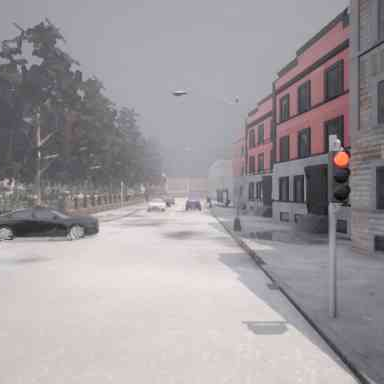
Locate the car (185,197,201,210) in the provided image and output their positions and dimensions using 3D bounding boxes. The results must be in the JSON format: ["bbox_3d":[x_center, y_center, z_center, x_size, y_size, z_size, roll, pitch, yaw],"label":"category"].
[{"bbox_3d":[0.160,1.520,42.207,1.812,1.442,4.674,0,0,0],"label":"car"}]

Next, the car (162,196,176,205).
[{"bbox_3d":[-3.995,1.540,59.319,2.033,1.411,5.357,0,0,1],"label":"car"}]

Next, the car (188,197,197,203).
[{"bbox_3d":[0.156,1.659,70.724,1.895,1.301,4.718,0,0,0],"label":"car"}]

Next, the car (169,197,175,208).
[{"bbox_3d":[-4.035,1.595,48.986,1.895,1.301,4.718,0,0,0],"label":"car"}]

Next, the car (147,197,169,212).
[{"bbox_3d":[-4.039,1.521,38.891,1.812,1.442,4.674,0,0,0],"label":"car"}]

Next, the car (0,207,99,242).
[{"bbox_3d":[-7.070,1.476,15.949,5.008,1.535,1.882,0,0,-11],"label":"car"}]
